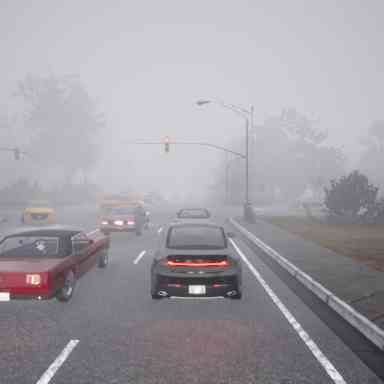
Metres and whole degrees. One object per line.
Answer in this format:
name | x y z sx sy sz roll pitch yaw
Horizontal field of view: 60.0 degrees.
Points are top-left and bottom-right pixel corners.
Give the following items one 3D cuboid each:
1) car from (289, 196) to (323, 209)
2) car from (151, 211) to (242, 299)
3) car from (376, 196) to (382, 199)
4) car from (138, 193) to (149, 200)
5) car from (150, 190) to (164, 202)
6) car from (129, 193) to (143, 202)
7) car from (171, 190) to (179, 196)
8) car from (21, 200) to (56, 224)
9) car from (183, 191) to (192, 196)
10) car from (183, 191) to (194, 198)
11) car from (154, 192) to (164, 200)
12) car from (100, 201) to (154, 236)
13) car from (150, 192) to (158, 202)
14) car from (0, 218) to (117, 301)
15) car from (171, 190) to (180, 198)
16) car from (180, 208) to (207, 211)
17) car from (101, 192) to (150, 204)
car | 13.675 1.216 38.383 4.902 1.511 2.128 0 0 -3
car | 0.090 1.473 8.343 1.837 1.490 4.892 0 0 0
car | 23.759 0.941 38.969 5.566 2.045 2.150 0 0 -3
car | -10.724 0.987 73.799 1.895 1.301 4.718 0 1 -1
car | -7.151 0.730 63.481 2.150 2.045 5.566 0 1 -1
car | -10.661 0.984 63.713 1.882 1.535 5.008 0 1 0
car | -4.882 0.279 94.774 2.097 1.767 4.553 0 1 -7
car | -10.862 1.323 23.741 1.882 1.535 5.008 2 0 -24
car | -1.402 0.460 95.140 2.033 1.411 5.357 0 1 -7
car | -0.651 0.779 85.262 1.994 1.385 4.181 0 1 -4
car | -7.220 0.872 73.671 1.882 1.535 5.008 0 1 -1
car | -3.442 1.442 17.753 2.033 1.411 5.357 0 0 -1
car | -7.180 1.149 53.306 2.033 1.411 5.357 0 0 0
car | -3.411 1.570 8.164 1.895 1.301 4.718 0 0 0
car | -4.124 0.760 84.726 2.128 1.511 4.902 0 1 -4
car | 0.084 1.496 17.656 1.895 1.301 4.718 0 0 0
car | -6.858 1.116 33.482 4.553 1.767 2.097 0 0 -3
